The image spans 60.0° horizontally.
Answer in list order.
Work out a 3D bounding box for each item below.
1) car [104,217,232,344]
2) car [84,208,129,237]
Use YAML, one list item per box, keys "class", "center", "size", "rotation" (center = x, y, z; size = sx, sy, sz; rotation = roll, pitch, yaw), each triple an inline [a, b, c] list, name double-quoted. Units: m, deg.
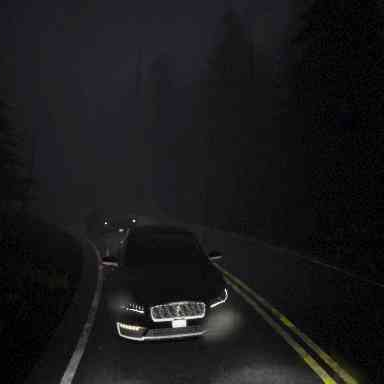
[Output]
- class: "car"
  center: [-0.643, 1.494, 6.793]
  size: [1.837, 1.490, 4.892]
  rotation: [-1, 0, -11]
- class: "car"
  center: [-4.626, 1.610, 18.534]
  size: [1.895, 1.301, 4.718]
  rotation: [-3, 1, -29]
